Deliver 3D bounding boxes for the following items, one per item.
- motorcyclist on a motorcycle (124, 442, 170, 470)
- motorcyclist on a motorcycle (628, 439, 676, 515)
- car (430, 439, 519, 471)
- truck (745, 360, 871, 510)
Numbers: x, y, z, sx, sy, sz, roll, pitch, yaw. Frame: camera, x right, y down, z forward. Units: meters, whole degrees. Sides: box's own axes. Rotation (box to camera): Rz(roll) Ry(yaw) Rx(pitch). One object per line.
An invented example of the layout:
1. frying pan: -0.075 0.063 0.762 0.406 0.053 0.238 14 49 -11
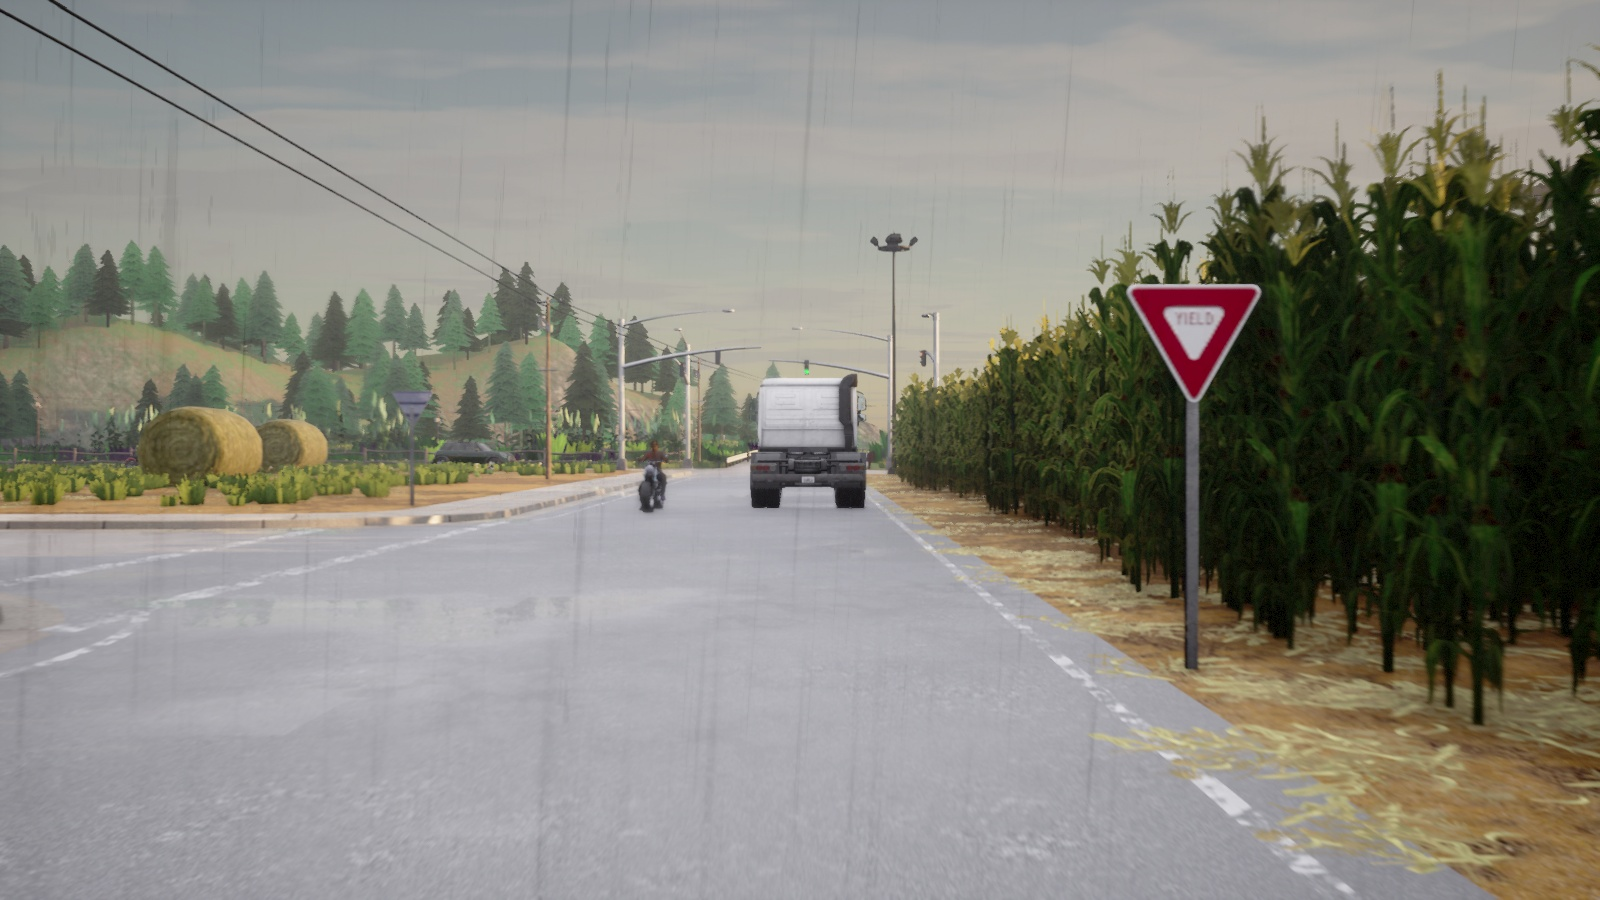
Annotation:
1. motorcyclist on a motorcycle: -38.017 0.349 73.106 2.350 1.649 0.766 0 0 3
2. motorcyclist on a motorcycle: -3.337 0.584 28.450 0.766 1.649 2.350 0 0 1
3. car: -18.629 0.277 71.992 4.553 1.767 2.097 0 0 3
4. truck: 0.205 -0.362 32.928 2.891 3.462 7.936 0 0 0
